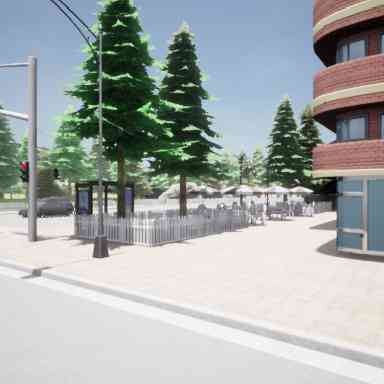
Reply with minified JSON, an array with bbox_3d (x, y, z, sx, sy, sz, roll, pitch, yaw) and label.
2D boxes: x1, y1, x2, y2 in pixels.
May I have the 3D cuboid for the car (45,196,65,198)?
[{"bbox_3d":[-14.128,1.296,32.709,2.097,1.767,4.553,0,0,36],"label":"car"}]

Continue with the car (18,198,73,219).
[{"bbox_3d":[-12.650,1.508,28.784,1.994,1.385,4.181,0,0,36],"label":"car"}]
